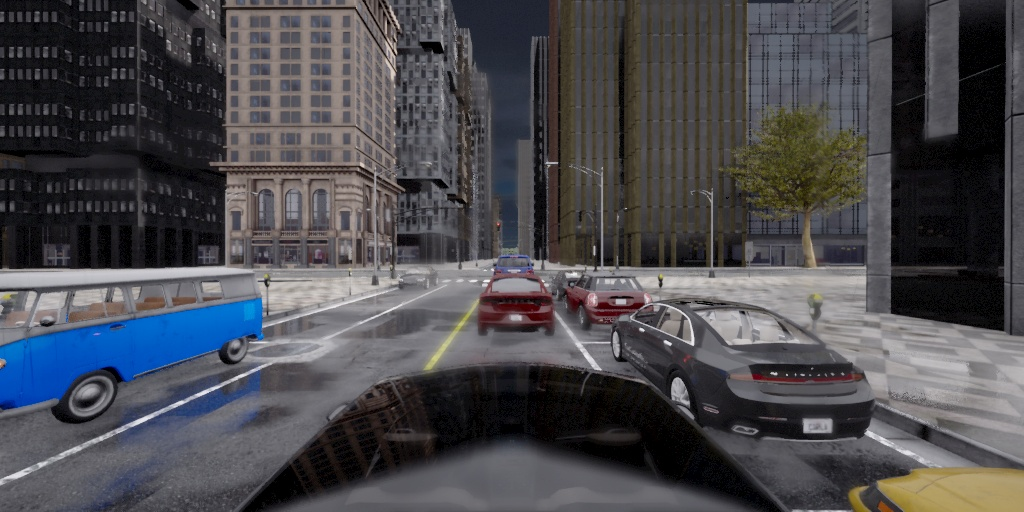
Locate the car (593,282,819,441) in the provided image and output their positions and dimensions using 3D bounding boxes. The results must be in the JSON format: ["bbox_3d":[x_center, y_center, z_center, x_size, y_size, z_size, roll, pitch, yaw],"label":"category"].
[{"bbox_3d":[2.769,1.300,5.421,2.007,1.370,4.403,0,0,0],"label":"car"}]

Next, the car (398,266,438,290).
[{"bbox_3d":[-5.734,1.296,22.354,2.007,1.370,4.403,0,0,0],"label":"car"}]

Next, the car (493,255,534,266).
[{"bbox_3d":[0.102,0.967,20.331,2.150,2.045,5.566,0,0,0],"label":"car"}]

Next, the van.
[{"bbox_3d":[-5.756,1.090,5.431,1.690,1.789,3.998,0,0,0],"label":"van"}]

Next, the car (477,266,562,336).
[{"bbox_3d":[0.105,1.226,10.447,1.882,1.535,5.008,0,0,0],"label":"car"}]

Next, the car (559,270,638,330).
[{"bbox_3d":[2.777,1.188,11.062,1.967,1.591,4.097,0,0,0],"label":"car"}]
